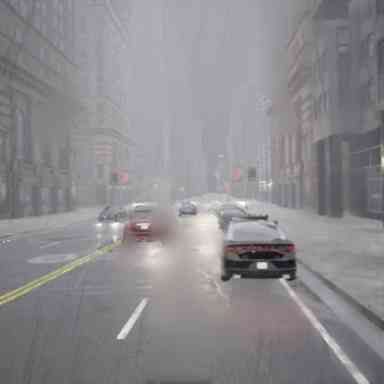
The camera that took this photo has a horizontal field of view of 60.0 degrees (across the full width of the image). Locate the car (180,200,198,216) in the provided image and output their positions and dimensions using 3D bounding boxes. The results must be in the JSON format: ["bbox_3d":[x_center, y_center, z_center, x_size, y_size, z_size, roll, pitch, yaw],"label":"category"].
[{"bbox_3d":[-0.419,2.027,38.955,1.994,1.385,4.181,-1,-1,4],"label":"car"}]

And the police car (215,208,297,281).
[{"bbox_3d":[1.777,1.507,10.224,1.930,1.638,5.238,-1,-1,4],"label":"police car"}]

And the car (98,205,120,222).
[{"bbox_3d":[-7.583,2.045,32.164,1.837,1.490,4.892,-1,-1,4],"label":"car"}]

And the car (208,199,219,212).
[{"bbox_3d":[3.266,1.999,46.688,1.812,1.442,4.674,-1,-1,4],"label":"car"}]

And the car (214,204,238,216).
[{"bbox_3d":[2.442,1.689,20.091,1.837,1.490,4.892,-1,-1,4],"label":"car"}]

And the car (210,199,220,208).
[{"bbox_3d":[4.254,2.101,61.498,1.882,1.535,5.008,-1,-1,4],"label":"car"}]

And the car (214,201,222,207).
[{"bbox_3d":[2.846,1.748,26.077,1.837,1.490,4.892,-1,-1,4],"label":"car"}]

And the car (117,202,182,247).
[{"bbox_3d":[-1.927,1.589,16.645,2.097,1.767,4.553,-1,-1,4],"label":"car"}]

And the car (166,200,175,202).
[{"bbox_3d":[-4.731,2.394,73.163,2.033,1.411,5.357,-1,-1,4],"label":"car"}]
